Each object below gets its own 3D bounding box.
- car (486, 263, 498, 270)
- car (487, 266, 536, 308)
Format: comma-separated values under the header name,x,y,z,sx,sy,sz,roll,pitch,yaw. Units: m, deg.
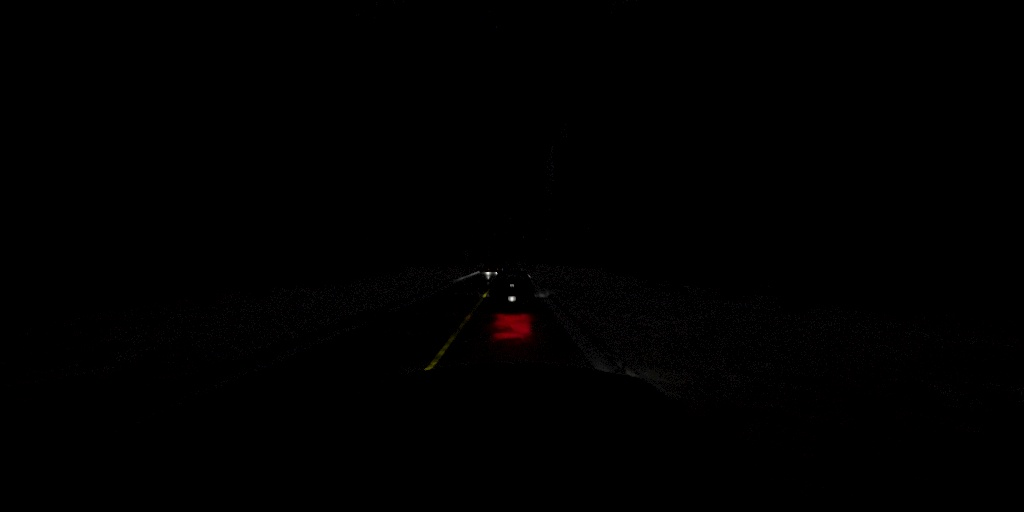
name,x,y,z,sx,sy,sz,roll,pitch,yaw
car,-3.001,1.810,58.280,1.837,1.490,4.892,0,-1,0
car,0.004,1.393,16.136,1.837,1.490,4.892,0,0,0
